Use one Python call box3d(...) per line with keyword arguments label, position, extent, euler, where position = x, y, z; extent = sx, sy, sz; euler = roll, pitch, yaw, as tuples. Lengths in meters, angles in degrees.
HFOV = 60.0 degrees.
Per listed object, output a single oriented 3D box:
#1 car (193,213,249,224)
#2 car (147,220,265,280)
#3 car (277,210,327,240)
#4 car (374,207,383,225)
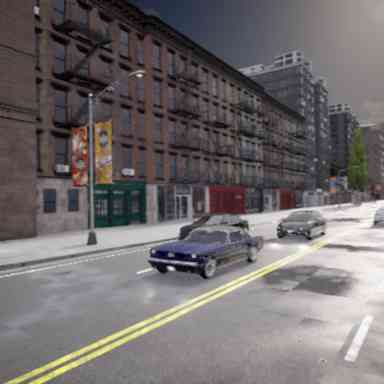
box3d(label="car", position=(1.302, 1.889, 17.535), extent=(1.882, 1.535, 5.008), euler=(-2, -2, 35))
box3d(label="car", position=(0.684, 1.864, 11.164), extent=(1.895, 1.301, 4.718), euler=(-2, -2, 35))
box3d(label="car", position=(6.535, 1.866, 19.493), extent=(1.837, 1.490, 4.892), euler=(-2, -2, 35))
box3d(label="car", position=(16.122, 1.907, 27.275), extent=(1.812, 1.442, 4.674), euler=(-2, -2, 35))
